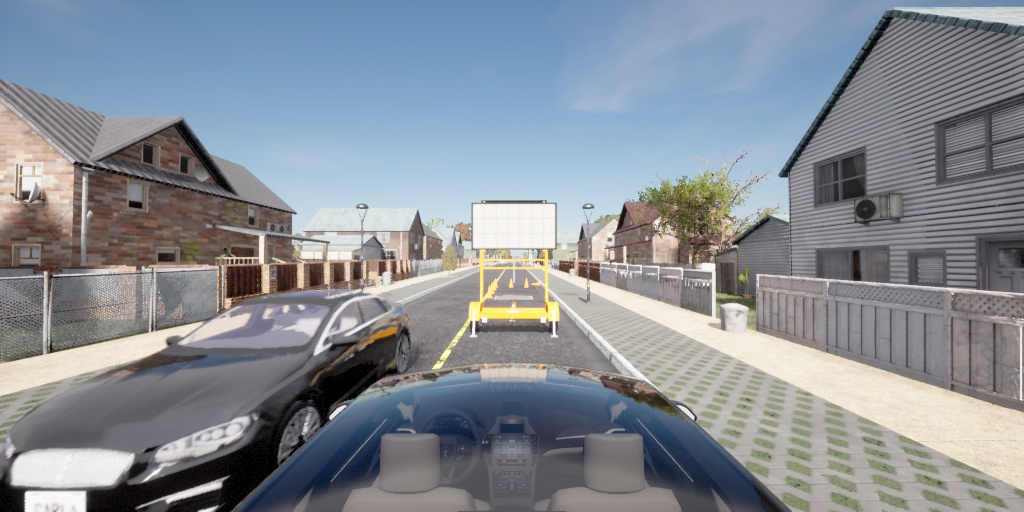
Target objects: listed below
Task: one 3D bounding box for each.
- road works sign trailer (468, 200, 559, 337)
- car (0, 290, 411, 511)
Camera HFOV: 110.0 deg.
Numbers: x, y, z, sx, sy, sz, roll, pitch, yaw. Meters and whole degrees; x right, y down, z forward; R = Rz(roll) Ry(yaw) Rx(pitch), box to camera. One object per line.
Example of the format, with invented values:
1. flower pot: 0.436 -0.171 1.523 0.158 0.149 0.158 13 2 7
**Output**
1. road works sign trailer: 0.060 0.220 10.255 2.380 3.560 2.880 0 0 1
2. car: -2.731 1.243 4.607 2.128 1.511 4.902 0 0 0
